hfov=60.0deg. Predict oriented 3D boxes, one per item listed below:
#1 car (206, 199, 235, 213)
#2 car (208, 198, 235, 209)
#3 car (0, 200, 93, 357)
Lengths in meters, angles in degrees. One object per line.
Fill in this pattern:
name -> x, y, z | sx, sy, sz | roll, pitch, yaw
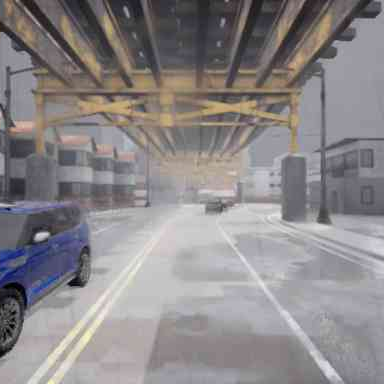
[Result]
car -> 2.854, 1.478, 36.094 | 2.128, 1.511, 4.902 | 0, 0, 19
car -> 4.302, 1.599, 47.527 | 1.895, 1.301, 4.718 | 0, 0, 33
car -> -3.597, 1.221, 6.356 | 2.150, 2.045, 5.566 | 0, 0, 0
